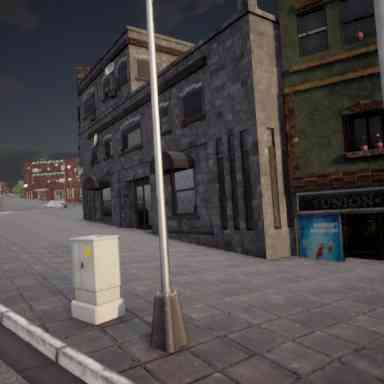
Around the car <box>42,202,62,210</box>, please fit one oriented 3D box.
[{"bbox_3d":[-26.022,2.586,62.016,1.812,1.442,4.674,-4,-1,5],"label":"car"}]
